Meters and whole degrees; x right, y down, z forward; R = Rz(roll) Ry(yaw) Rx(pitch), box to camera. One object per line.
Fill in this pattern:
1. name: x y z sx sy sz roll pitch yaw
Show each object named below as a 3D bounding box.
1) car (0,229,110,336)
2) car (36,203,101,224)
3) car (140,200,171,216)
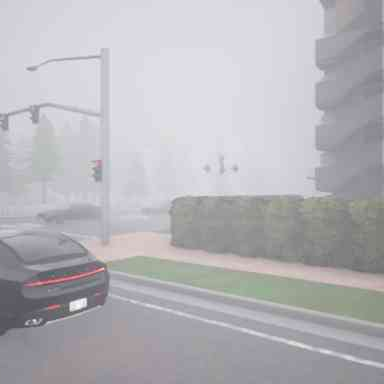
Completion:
1. car: -3.676 1.507 6.672 4.892 1.490 1.837 0 0 38
2. car: -8.929 1.554 25.368 2.033 1.411 5.357 0 0 38
3. car: -2.715 1.551 33.336 2.033 1.411 5.357 0 0 38
